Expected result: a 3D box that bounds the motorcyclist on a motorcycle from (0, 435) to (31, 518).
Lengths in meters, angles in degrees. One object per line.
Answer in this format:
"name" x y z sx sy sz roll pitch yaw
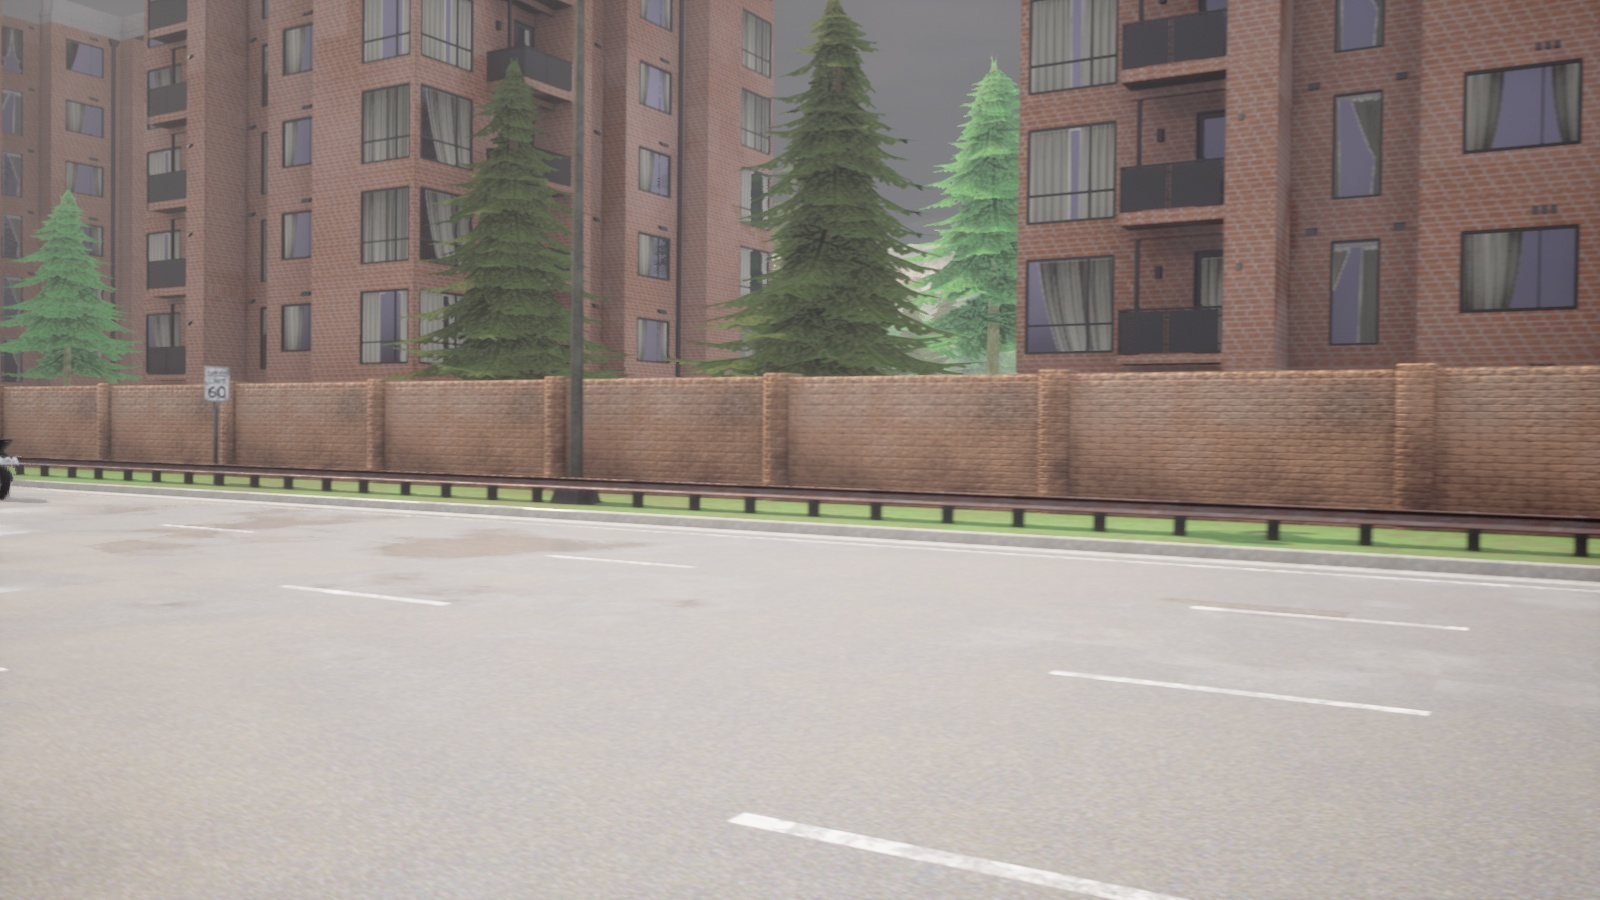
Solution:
"motorcyclist on a motorcycle" -15.752 0.490 23.991 2.191 1.530 0.866 0 1 30
